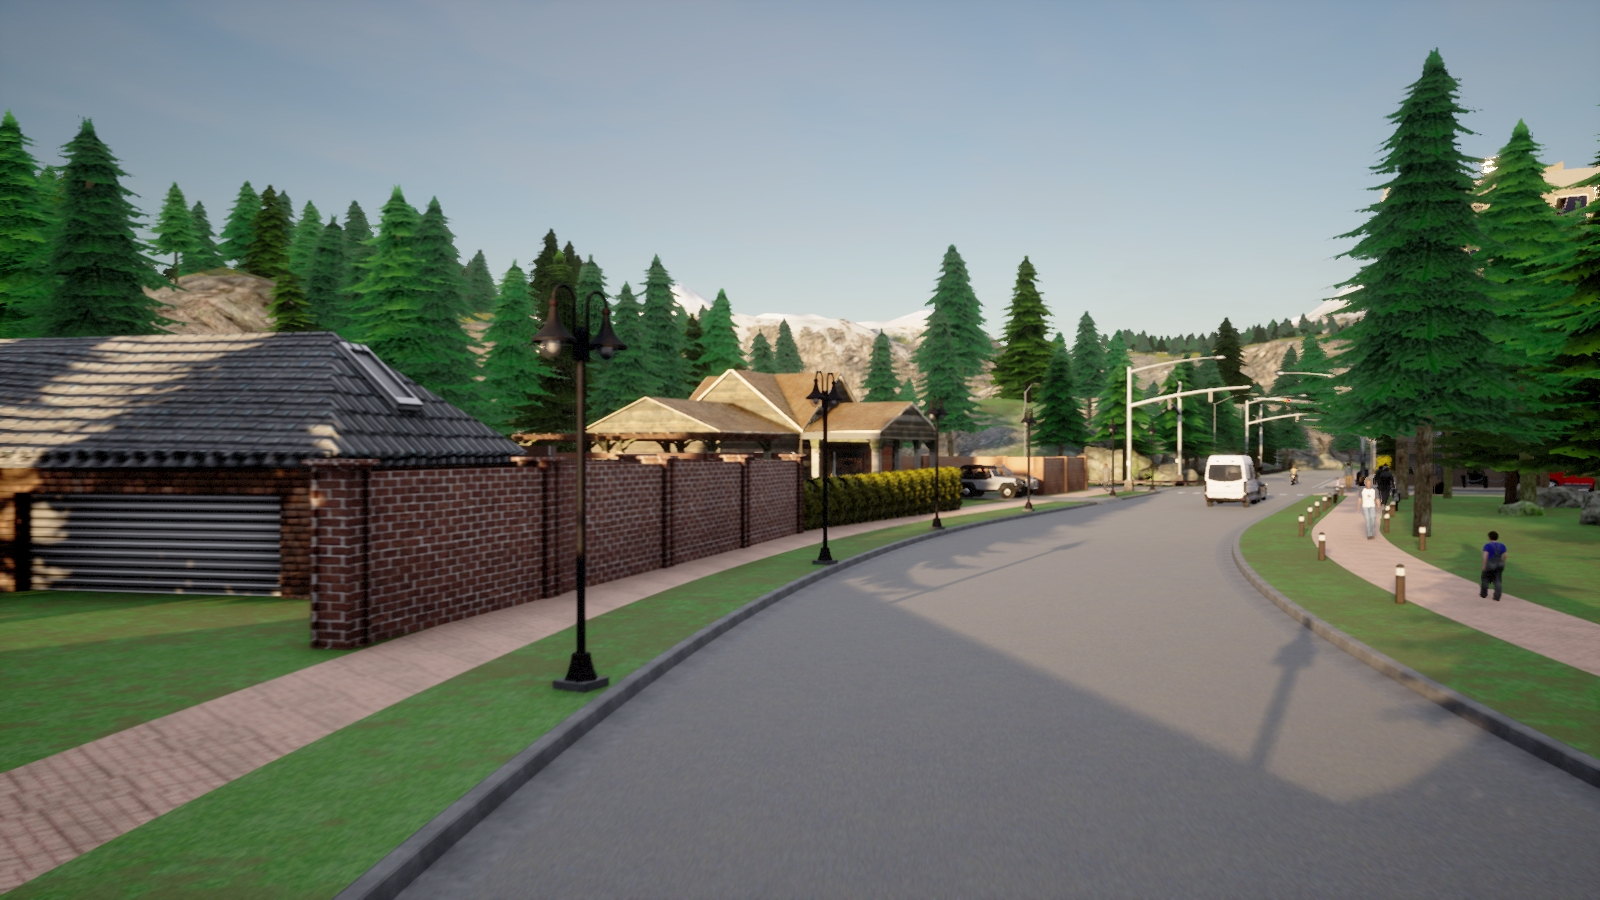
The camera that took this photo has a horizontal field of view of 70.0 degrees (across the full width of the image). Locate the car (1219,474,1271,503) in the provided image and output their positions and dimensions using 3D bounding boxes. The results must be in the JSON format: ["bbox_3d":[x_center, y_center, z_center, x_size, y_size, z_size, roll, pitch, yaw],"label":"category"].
[{"bbox_3d":[24.526,2.082,62.859,2.033,1.411,5.357,0,0,28],"label":"car"}]

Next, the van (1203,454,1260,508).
[{"bbox_3d":[21.942,1.508,57.925,1.988,2.561,5.915,0,0,28],"label":"van"}]

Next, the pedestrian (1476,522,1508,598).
[{"bbox_3d":[12.252,1.947,20.225,0.375,1.300,0.375,0,0,11],"label":"pedestrian"}]

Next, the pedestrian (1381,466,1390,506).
[{"bbox_3d":[27.498,1.671,53.637,0.375,1.860,0.375,0,0,29],"label":"pedestrian"}]

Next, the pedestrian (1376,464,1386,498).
[{"bbox_3d":[31.710,1.671,62.348,0.375,1.860,0.375,0,0,14],"label":"pedestrian"}]

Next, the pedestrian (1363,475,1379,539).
[{"bbox_3d":[16.729,1.669,33.485,0.375,1.860,0.375,0,0,20],"label":"pedestrian"}]

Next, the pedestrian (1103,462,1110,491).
[{"bbox_3d":[19.495,1.674,72.688,0.375,1.860,0.375,0,0,28],"label":"pedestrian"}]
